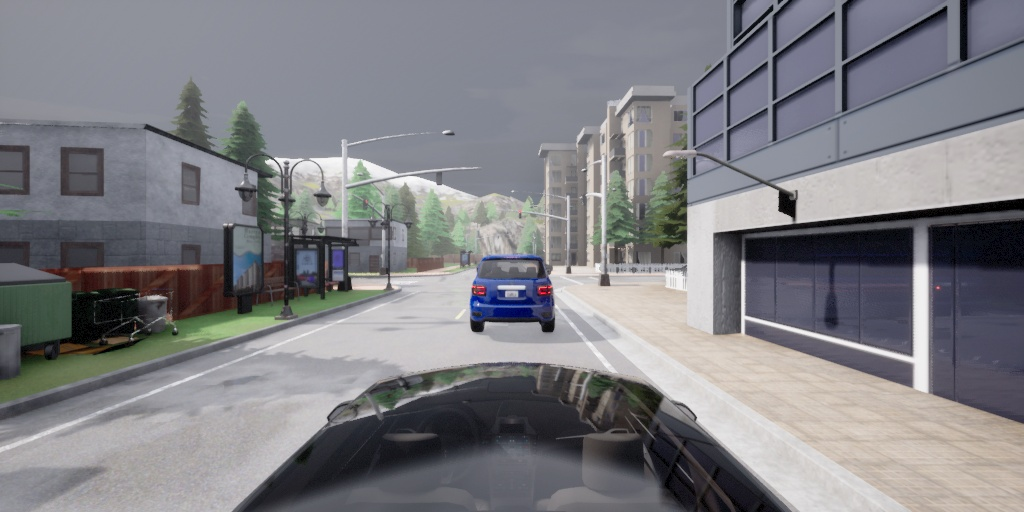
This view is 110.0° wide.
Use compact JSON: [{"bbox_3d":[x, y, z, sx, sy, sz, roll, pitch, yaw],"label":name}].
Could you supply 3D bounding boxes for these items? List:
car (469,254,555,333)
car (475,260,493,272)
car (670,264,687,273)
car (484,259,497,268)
[{"bbox_3d":[0.050,0.971,10.939,2.150,2.045,5.566,0,0,1],"label":"car"},{"bbox_3d":[-3.599,1.296,47.279,2.033,1.411,5.357,0,0,0],"label":"car"},{"bbox_3d":[16.492,1.265,31.858,4.892,1.490,1.837,-1,0,-2],"label":"car"},{"bbox_3d":[-3.579,1.226,61.361,1.882,1.535,5.008,0,0,0],"label":"car"}]
